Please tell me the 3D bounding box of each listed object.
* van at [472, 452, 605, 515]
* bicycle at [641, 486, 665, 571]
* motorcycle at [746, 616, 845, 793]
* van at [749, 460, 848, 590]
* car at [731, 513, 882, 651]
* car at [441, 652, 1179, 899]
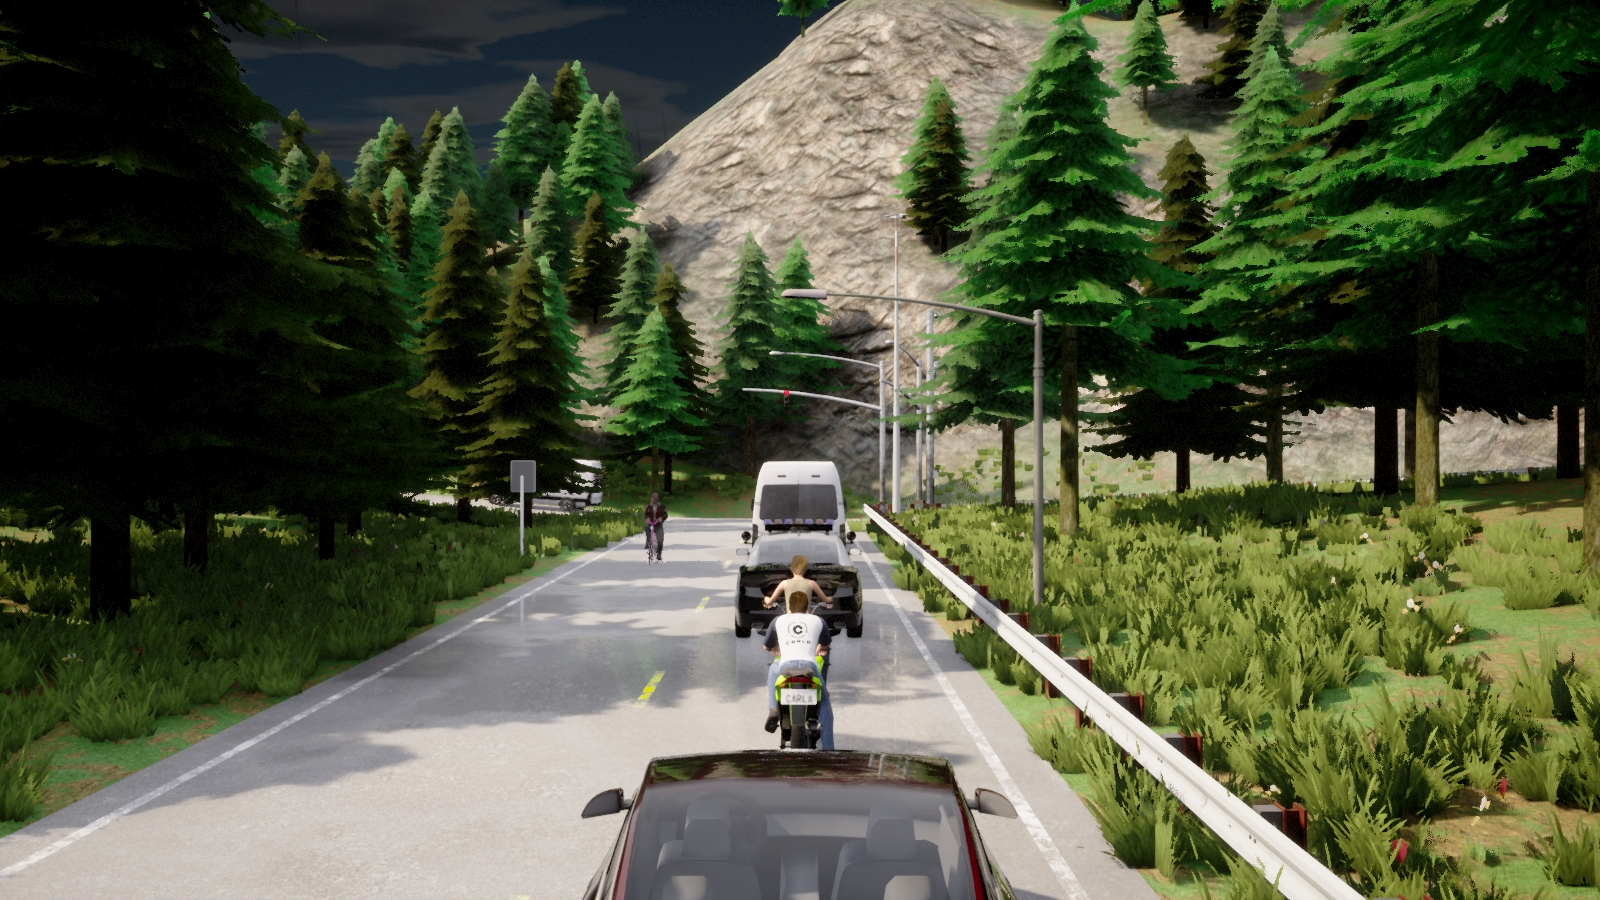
[{"bbox_3d":[-12.921,1.609,56.579,5.915,2.561,1.988,5,1,7],"label":"van"},{"bbox_3d":[-3.502,1.836,27.288,0.329,1.919,1.835,0,0,0],"label":"bicycle"},{"bbox_3d":[-0.033,2.213,10.287,0.803,1.145,2.033,0,0,0],"label":"motorcycle"},{"bbox_3d":[-0.039,1.534,25.918,1.988,2.561,5.915,0,0,0],"label":"van"},{"bbox_3d":[0.090,1.982,18.501,2.097,1.638,5.238,0,0,0],"label":"car"},{"bbox_3d":[0.027,2.063,5.080,2.163,1.488,4.792,0,0,0],"label":"car"}]
